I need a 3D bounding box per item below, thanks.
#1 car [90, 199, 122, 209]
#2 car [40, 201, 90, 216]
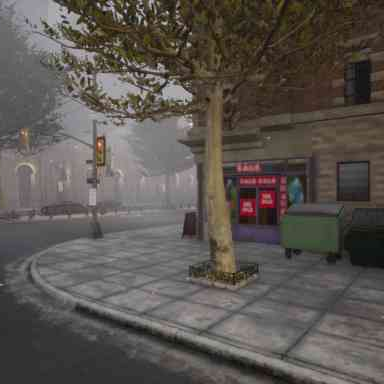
[{"bbox_3d":[-11.936,1.595,45.164,1.895,1.301,4.718,0,0,36],"label":"car"},{"bbox_3d":[-12.697,1.564,32.877,1.994,1.385,4.181,0,0,36],"label":"car"}]
